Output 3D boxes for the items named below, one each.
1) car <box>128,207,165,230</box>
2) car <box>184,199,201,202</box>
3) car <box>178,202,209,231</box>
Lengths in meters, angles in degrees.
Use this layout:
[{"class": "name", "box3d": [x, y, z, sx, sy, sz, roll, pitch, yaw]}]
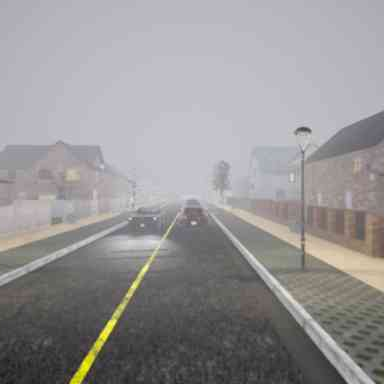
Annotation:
[{"class": "car", "box3d": [-2.848, 1.629, 21.412, 1.895, 1.301, 4.718, 0, 0, 0]}, {"class": "car", "box3d": [0.089, 1.557, 41.156, 1.882, 1.535, 5.008, 0, 0, 0]}, {"class": "car", "box3d": [0.094, 1.552, 20.638, 1.812, 1.442, 4.674, 0, 0, 0]}]
